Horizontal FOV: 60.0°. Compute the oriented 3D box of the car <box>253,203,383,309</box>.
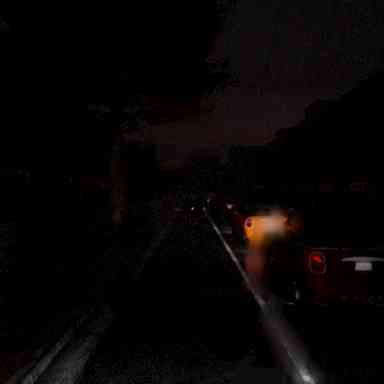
[{"bbox_3d":[2.994,1.300,7.926,2.097,1.767,4.553,0,0,0],"label":"car"}]

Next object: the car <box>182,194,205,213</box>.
[{"bbox_3d":[0.105,1.286,33.621,1.837,1.490,4.892,0,1,1],"label":"car"}]

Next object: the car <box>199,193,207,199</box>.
[{"bbox_3d":[2.709,1.037,81.464,1.887,1.381,4.507,1,0,0],"label":"car"}]

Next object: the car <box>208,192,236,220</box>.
[{"bbox_3d":[2.670,1.144,26.056,2.192,1.841,5.009,1,0,0],"label":"car"}]

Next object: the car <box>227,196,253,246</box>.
[{"bbox_3d":[2.999,1.254,14.926,2.097,1.767,4.553,0,0,0],"label":"car"}]

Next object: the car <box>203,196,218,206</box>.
[{"bbox_3d":[2.684,1.250,48.221,1.947,1.339,4.313,1,0,0],"label":"car"}]

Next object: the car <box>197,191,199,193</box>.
[{"bbox_3d":[2.706,0.961,75.922,1.967,1.590,4.097,1,0,0],"label":"car"}]

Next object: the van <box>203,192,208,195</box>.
[{"bbox_3d":[2.683,1.061,42.679,1.690,1.788,3.998,1,0,0],"label":"van"}]

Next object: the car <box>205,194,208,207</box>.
[{"bbox_3d":[2.676,1.301,37.139,1.887,1.381,4.507,1,0,0],"label":"car"}]

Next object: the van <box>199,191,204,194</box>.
[{"bbox_3d":[2.699,0.923,64.840,1.690,1.788,3.998,1,0,0],"label":"van"}]
